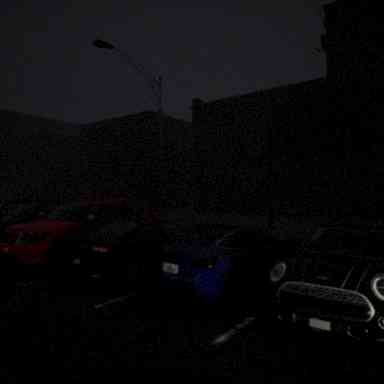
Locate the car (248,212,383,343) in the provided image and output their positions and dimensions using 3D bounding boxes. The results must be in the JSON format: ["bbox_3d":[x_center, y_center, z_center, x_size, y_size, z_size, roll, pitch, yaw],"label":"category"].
[{"bbox_3d":[3.190,1.356,6.722,2.185,1.767,4.553,0,0,36],"label":"car"}]

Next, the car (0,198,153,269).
[{"bbox_3d":[-3.546,1.275,11.518,2.435,2.045,5.566,-1,0,36],"label":"car"}]

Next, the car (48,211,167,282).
[{"bbox_3d":[-1.296,1.503,9.920,2.097,1.535,5.008,-1,0,36],"label":"car"}]

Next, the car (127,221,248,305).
[{"bbox_3d":[0.955,1.521,8.336,2.163,1.488,4.792,0,0,36],"label":"car"}]
